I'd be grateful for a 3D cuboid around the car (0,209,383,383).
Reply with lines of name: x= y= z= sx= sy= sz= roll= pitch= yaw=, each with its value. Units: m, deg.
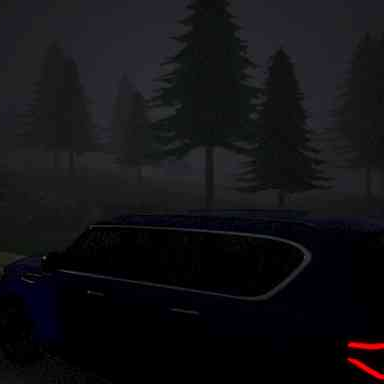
car: x=-0.299 y=1.249 z=4.204 sx=5.566 sy=2.045 sz=2.150 roll=-1 pitch=-1 yaw=35
